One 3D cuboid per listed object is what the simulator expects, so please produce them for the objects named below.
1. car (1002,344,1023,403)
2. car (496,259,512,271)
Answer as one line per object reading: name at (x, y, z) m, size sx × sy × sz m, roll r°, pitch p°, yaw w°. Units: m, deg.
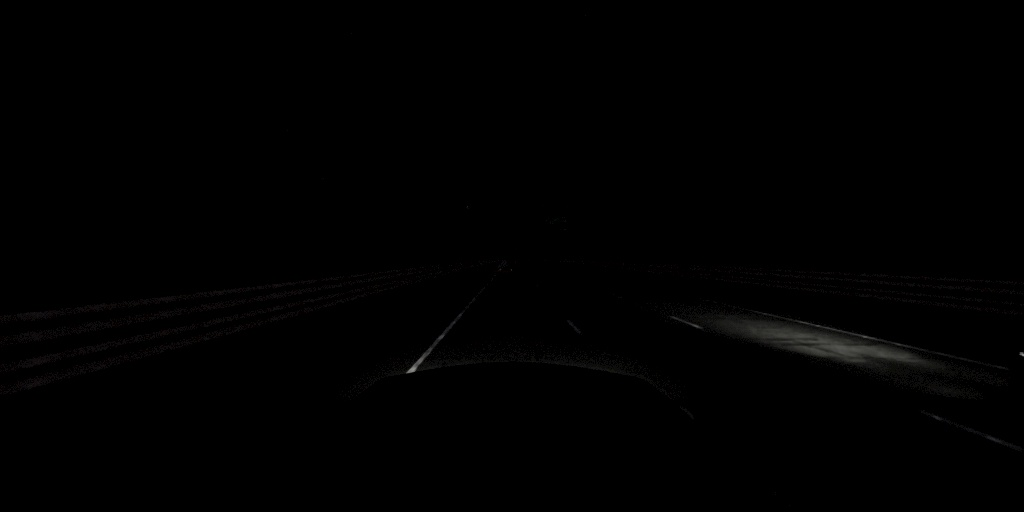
car at (7.099, 1.242, 2.401) m, size 2.128 × 1.511 × 4.902 m, roll 0°, pitch 0°, yaw 0°
car at (-1.221, 1.327, 50.701) m, size 1.812 × 1.442 × 4.674 m, roll 0°, pitch 0°, yaw 0°
